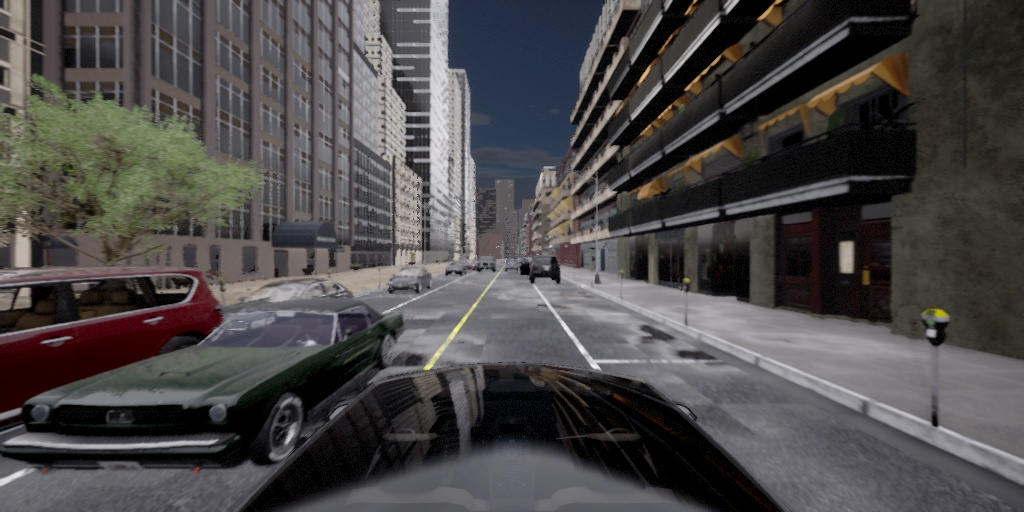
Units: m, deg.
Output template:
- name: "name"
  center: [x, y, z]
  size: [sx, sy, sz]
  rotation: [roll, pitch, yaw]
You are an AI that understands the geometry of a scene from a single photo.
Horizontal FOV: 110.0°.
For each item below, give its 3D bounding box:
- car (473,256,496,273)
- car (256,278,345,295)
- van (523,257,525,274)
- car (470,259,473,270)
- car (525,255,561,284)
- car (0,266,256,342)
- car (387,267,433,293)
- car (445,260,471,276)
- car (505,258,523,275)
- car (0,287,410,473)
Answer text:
- name: "car"
  center: [-3.093, 0.972, 44.186]
  size: [2.150, 2.045, 5.566]
  rotation: [0, 0, 0]
- name: "car"
  center: [-5.693, 1.298, 9.393]
  size: [2.007, 1.370, 4.403]
  rotation: [0, 0, 0]
- name: "van"
  center: [2.684, 1.094, 48.053]
  size: [1.690, 1.789, 3.998]
  rotation: [0, 0, 0]
- name: "car"
  center: [-5.697, 1.192, 48.053]
  size: [1.967, 1.591, 4.097]
  rotation: [0, 0, 0]
- name: "car"
  center: [2.393, 0.969, 27.367]
  size: [2.150, 2.045, 5.566]
  rotation: [0, 0, 0]
- name: "car"
  center: [-5.692, 1.064, 3.870]
  size: [2.192, 1.841, 5.009]
  rotation: [0, 0, 0]
- name: "car"
  center: [-5.694, 1.297, 20.439]
  size: [2.007, 1.370, 4.403]
  rotation: [0, 0, 0]
- name: "car"
  center: [-5.696, 1.313, 37.007]
  size: [1.948, 1.339, 4.313]
  rotation: [0, 0, 0]
- name: "car"
  center: [0.010, 1.300, 46.798]
  size: [2.033, 1.411, 5.357]
  rotation: [0, 0, 0]
- name: "car"
  center: [-3.102, 1.349, 5.044]
  size: [1.895, 1.301, 4.718]
  rotation: [0, 0, 0]
